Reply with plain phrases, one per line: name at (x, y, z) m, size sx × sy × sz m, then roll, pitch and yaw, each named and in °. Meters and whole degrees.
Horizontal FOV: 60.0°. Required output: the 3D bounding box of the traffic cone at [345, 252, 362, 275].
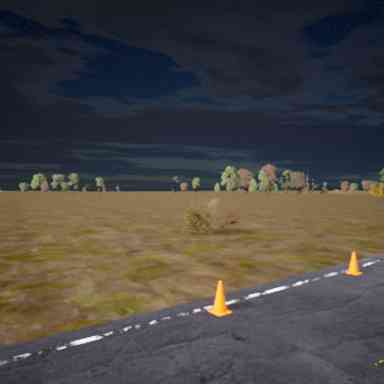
traffic cone at (4.496, 1.959, 9.229) m, size 0.340 × 0.580 × 0.340 m, roll 0°, pitch 0°, yaw -37°

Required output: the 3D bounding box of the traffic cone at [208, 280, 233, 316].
traffic cone at (0.538, 1.961, 6.252) m, size 0.340 × 0.580 × 0.340 m, roll 0°, pitch 0°, yaw -36°
